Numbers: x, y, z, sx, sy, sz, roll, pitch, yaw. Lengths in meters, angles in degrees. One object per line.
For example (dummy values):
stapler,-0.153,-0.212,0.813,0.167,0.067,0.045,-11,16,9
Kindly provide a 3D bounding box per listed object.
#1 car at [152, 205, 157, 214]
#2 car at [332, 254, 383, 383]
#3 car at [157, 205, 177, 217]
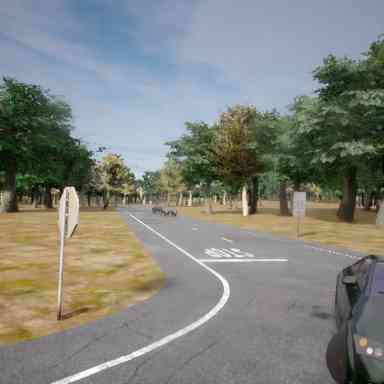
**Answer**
car,-5.709,2.959,56.887,1.882,1.535,5.008,3,-2,-14
car,3.113,1.643,4.634,1.994,1.385,4.181,1,-1,22
car,-3.457,2.848,48.040,1.895,1.301,4.718,3,-2,-13
